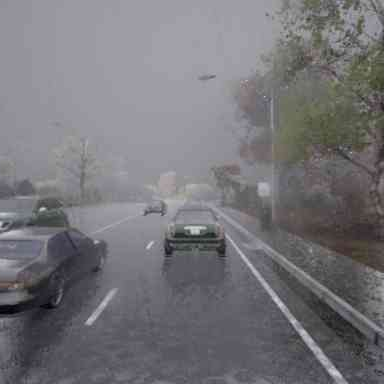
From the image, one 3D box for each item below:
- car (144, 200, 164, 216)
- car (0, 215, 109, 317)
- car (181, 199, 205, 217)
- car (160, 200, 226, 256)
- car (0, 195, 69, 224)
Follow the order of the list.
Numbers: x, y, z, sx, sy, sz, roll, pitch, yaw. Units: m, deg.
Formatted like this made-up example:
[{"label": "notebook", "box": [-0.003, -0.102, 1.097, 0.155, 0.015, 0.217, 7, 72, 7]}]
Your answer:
[{"label": "car", "box": [-3.392, 1.456, 31.692, 2.033, 1.411, 5.357, 0, 0, 0]}, {"label": "car", "box": [-3.444, 1.522, 7.694, 2.033, 1.411, 5.357, 0, 0, 0]}, {"label": "car", "box": [0.109, 1.458, 31.061, 2.033, 1.411, 5.357, 0, 0, 0]}, {"label": "car", "box": [0.105, 1.312, 13.008, 2.097, 1.767, 4.553, 0, 0, 0]}, {"label": "car", "box": [-7.095, 1.180, 14.193, 2.150, 2.045, 5.566, 0, 0, 0]}]
